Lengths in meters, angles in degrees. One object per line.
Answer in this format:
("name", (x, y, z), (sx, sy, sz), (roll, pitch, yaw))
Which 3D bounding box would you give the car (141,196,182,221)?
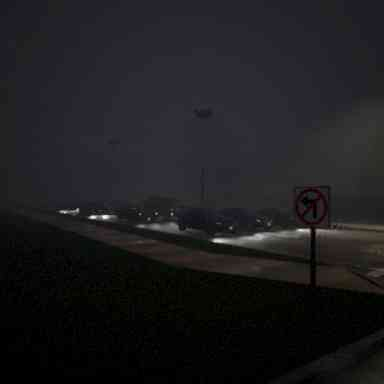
("car", (-2.367, 1.427, 30.154), (2.150, 2.045, 5.566), (1, -1, -36))

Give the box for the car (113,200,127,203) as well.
("car", (-8.215, 1.709, 38.182), (1.837, 1.490, 4.892), (1, 0, -36))

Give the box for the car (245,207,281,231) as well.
("car", (3.363, 1.732, 22.334), (1.812, 1.442, 4.674), (1, -1, -37))

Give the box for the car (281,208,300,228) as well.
("car", (6.267, 1.817, 24.256), (1.994, 1.385, 4.181), (1, -1, -36))

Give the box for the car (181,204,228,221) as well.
("car", (1.113, 1.852, 31.309), (1.895, 1.301, 4.718), (1, -1, -36))

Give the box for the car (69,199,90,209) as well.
("car", (-17.259, 1.771, 50.850), (1.994, 1.385, 4.181), (1, -1, -36))

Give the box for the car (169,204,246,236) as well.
("car", (0.799, 1.686, 19.915), (1.812, 1.442, 4.674), (1, -1, -35))

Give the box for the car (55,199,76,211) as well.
("car", (-16.762, 1.721, 44.087), (1.994, 1.385, 4.181), (1, -1, -35))

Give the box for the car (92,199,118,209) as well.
("car", (-13.630, 1.798, 51.783), (2.033, 1.411, 5.357), (1, -1, -35))

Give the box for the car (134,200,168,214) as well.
("car", (-4.967, 1.728, 39.664), (1.882, 1.535, 5.008), (1, -1, -36))

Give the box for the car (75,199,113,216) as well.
("car", (-10.454, 1.722, 35.307), (1.994, 1.385, 4.181), (1, -1, -36))

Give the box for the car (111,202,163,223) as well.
("car", (-4.595, 1.760, 27.255), (1.895, 1.301, 4.718), (1, -1, -36))
